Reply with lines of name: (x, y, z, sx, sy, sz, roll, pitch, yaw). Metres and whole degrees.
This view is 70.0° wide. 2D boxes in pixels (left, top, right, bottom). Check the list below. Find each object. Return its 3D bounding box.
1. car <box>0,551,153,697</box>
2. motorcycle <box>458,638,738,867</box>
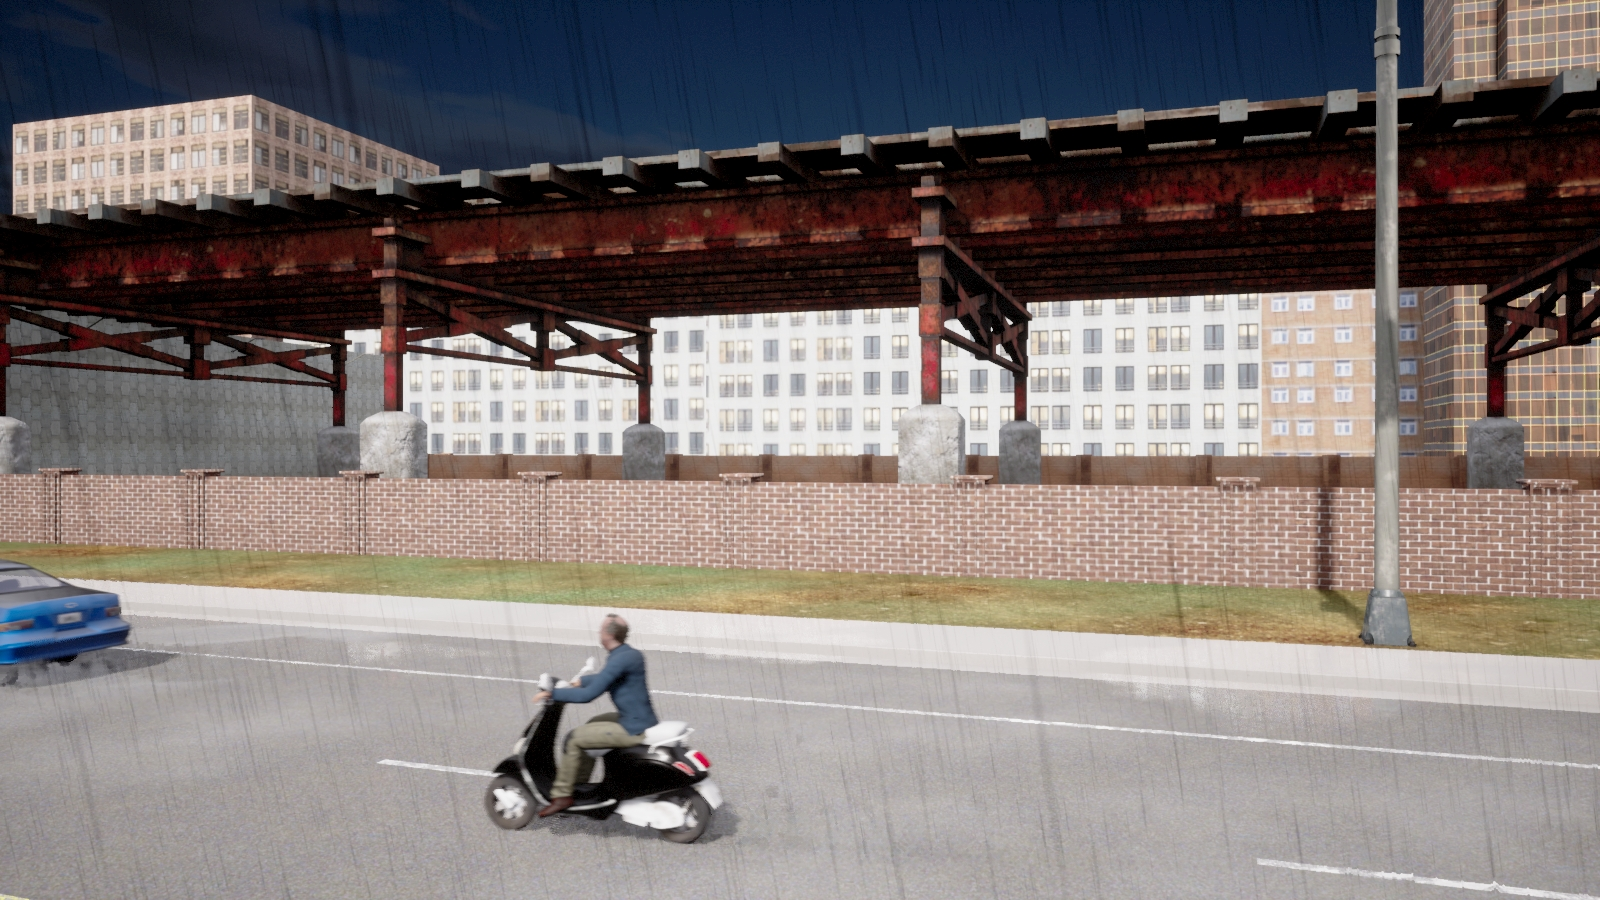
car: (-11.304, 2.106, 14.852, 5.357, 1.411, 2.033, 0, 0, 20)
motorcycle: (-1.434, 2.129, 8.272, 1.805, 1.341, 0.856, 0, -1, 13)
